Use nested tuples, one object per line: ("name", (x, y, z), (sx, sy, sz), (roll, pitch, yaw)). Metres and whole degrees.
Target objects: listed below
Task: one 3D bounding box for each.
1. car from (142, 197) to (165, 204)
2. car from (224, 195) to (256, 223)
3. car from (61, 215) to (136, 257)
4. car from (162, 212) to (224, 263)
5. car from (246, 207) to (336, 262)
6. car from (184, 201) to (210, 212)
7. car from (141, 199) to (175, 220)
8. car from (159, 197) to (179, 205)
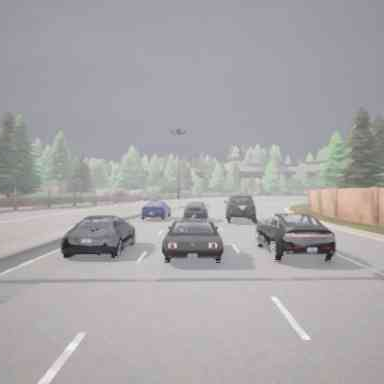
("car", (-7.558, 1.642, 66.295), (2.033, 1.411, 5.357), (0, 0, 25))
("car", (3.788, 1.262, 26.246), (2.150, 2.045, 5.566), (0, 0, 5))
("car", (-3.451, 1.584, 12.957), (1.994, 1.385, 4.181), (0, 0, 1))
("car", (0.041, 1.619, 12.080), (1.895, 1.301, 4.718), (0, 0, 0))
("car", (3.543, 1.507, 12.166), (2.128, 1.511, 4.902), (0, 0, 0))
("car", (0.405, 1.547, 27.475), (1.837, 1.490, 4.892), (0, 0, 5))
("car", (-2.991, 1.520, 28.730), (1.882, 1.535, 5.008), (0, 0, 5))
("car", (-4.451, 1.657, 64.610), (1.994, 1.385, 4.181), (0, 0, 25))
